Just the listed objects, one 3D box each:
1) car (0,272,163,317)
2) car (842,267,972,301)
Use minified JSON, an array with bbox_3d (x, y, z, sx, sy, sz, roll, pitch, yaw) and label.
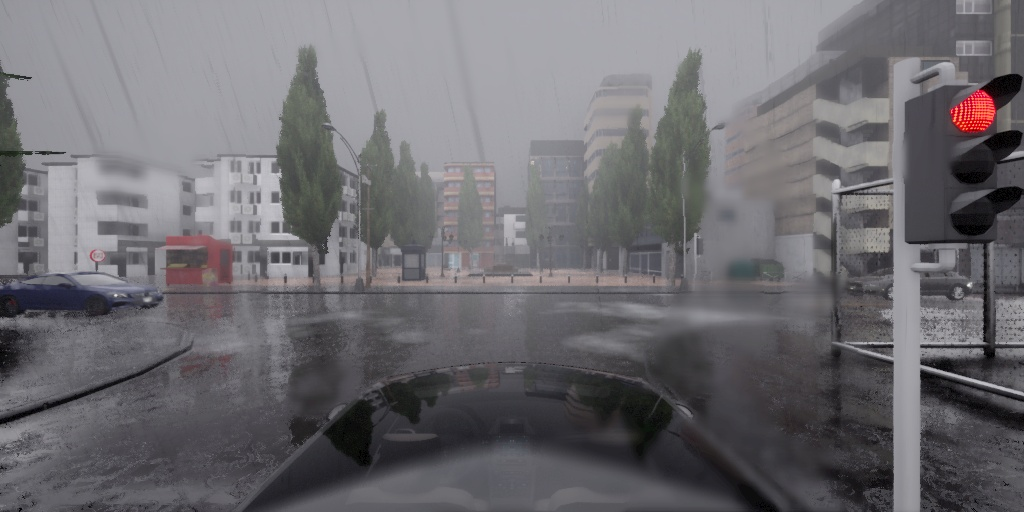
[{"bbox_3d":[-15.186,1.276,12.636,4.674,1.442,1.812,0,0,0],"label":"car"},{"bbox_3d":[18.435,1.255,16.850,4.892,1.490,1.837,0,0,0],"label":"car"}]
